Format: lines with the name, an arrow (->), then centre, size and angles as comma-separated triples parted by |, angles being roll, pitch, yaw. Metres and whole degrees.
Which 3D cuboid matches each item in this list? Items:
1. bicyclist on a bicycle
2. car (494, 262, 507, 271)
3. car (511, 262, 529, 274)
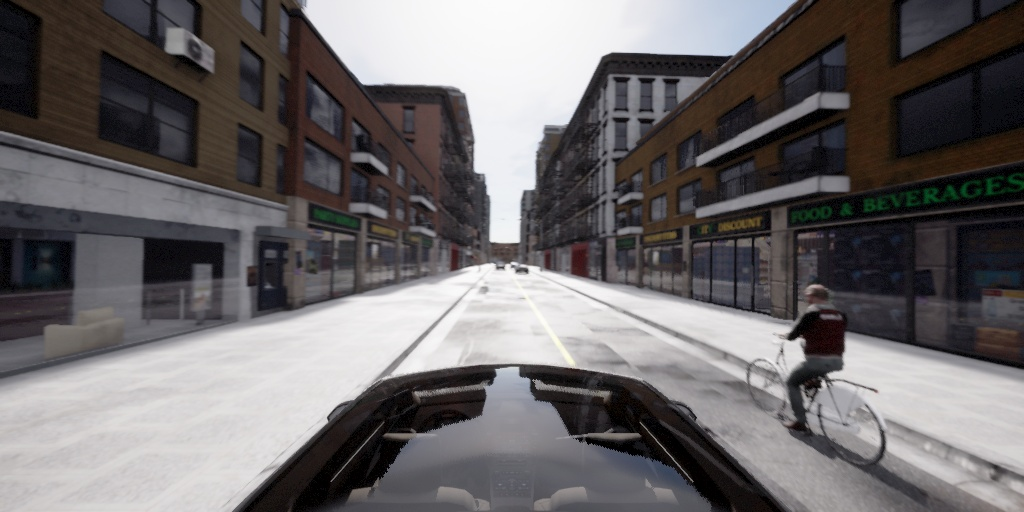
bicyclist on a bicycle -> 3.374, 1.199, 4.188 | 0.659, 1.776, 1.843 | 1, 0, -2
car -> -1.940, 1.721, 60.354 | 1.837, 1.490, 4.892 | 1, -1, -1
car -> 1.293, 1.767, 49.297 | 1.895, 1.301, 4.718 | 1, -1, -2
